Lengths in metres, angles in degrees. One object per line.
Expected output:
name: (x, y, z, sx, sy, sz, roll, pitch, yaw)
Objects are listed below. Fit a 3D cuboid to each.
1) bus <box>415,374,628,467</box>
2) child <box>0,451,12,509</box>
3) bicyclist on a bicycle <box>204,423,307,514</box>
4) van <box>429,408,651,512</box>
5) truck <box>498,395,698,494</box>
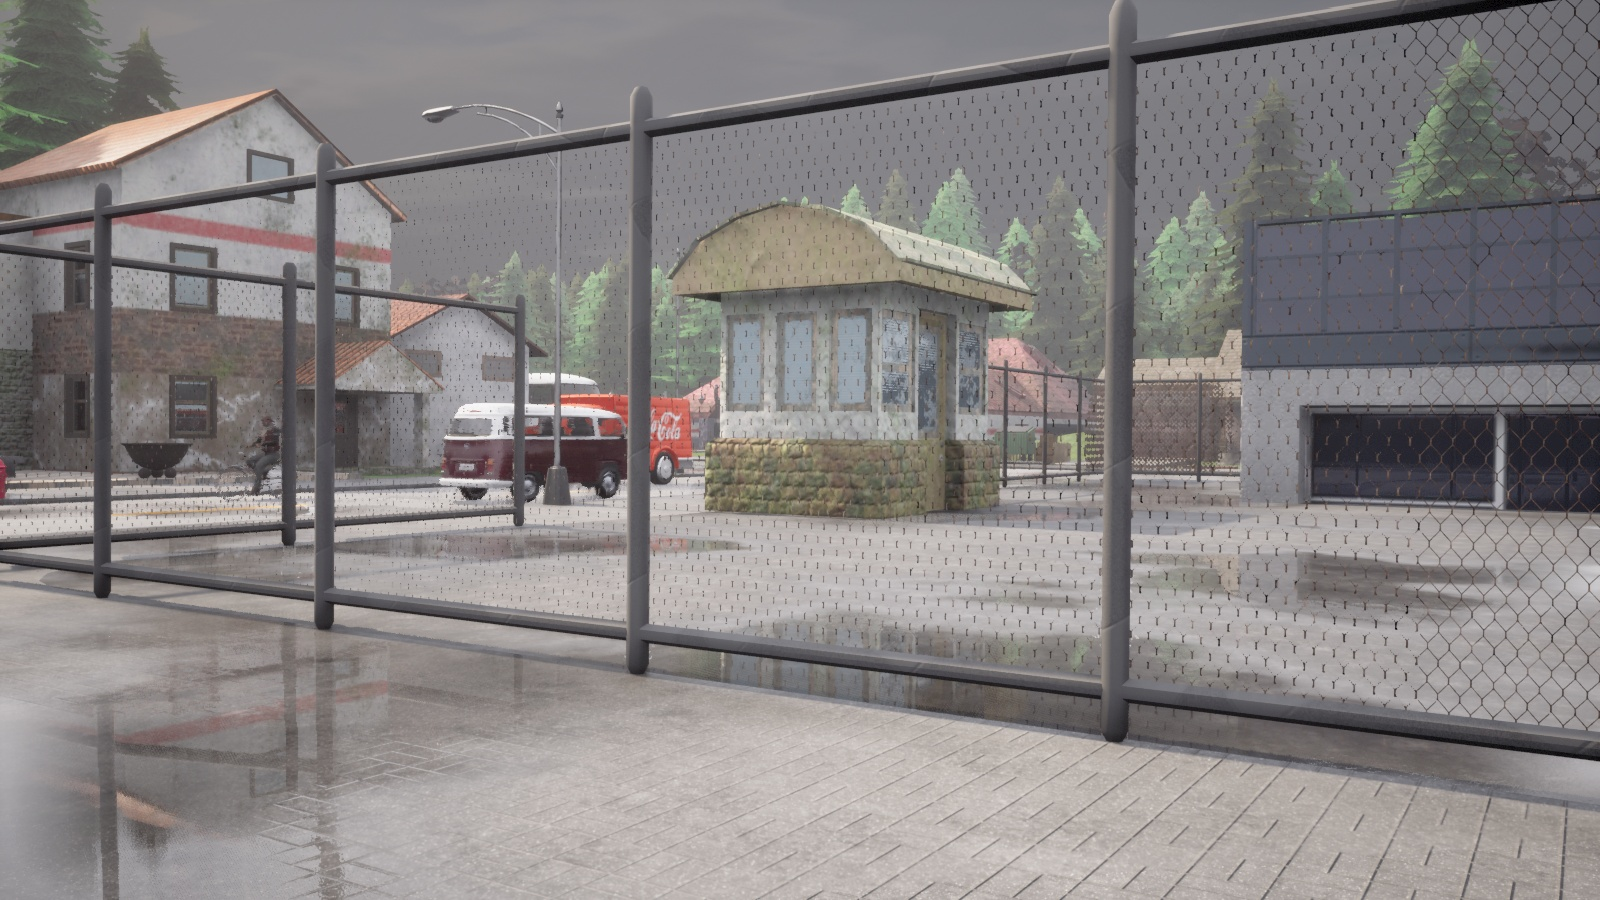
bus: (-13.741, -1.362, 61.640, 10.273, 4.253, 3.944, 0, 1, 31)
child: (-16.204, 0.608, 25.282, 0.299, 1.160, 0.473, 0, 1, 28)
bicyclist on a bicycle: (-11.040, 0.354, 25.510, 0.659, 1.776, 1.843, 0, 1, 32)
van: (-5.446, 0.140, 26.886, 2.069, 2.038, 4.480, 0, 1, 33)
truck: (-5.411, -0.175, 34.423, 2.627, 2.467, 5.204, 0, 1, 32)
